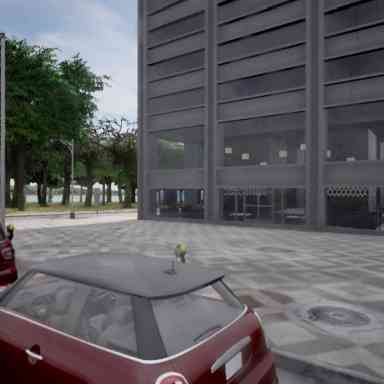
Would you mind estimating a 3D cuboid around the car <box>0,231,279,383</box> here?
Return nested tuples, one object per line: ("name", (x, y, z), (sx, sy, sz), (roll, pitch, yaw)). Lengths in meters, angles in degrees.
("car", (-1.237, 1.439, 3.842), (4.097, 1.590, 1.967), (0, 0, 35))

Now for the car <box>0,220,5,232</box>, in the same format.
("car", (-5.666, 1.313, 6.998), (5.009, 1.841, 2.192), (0, 0, 35))
